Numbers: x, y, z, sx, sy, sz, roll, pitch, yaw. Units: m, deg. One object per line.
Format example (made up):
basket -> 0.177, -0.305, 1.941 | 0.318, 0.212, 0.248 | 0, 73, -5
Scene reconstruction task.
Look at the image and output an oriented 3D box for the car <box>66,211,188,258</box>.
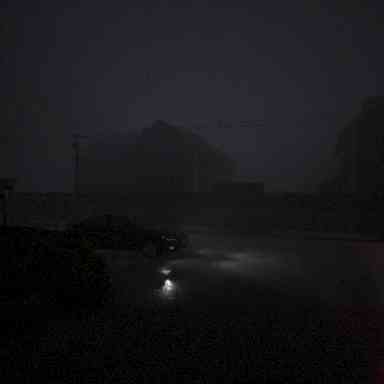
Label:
car -> -2.574, 1.539, 12.963 | 5.008, 1.535, 1.882 | 0, 0, 22
